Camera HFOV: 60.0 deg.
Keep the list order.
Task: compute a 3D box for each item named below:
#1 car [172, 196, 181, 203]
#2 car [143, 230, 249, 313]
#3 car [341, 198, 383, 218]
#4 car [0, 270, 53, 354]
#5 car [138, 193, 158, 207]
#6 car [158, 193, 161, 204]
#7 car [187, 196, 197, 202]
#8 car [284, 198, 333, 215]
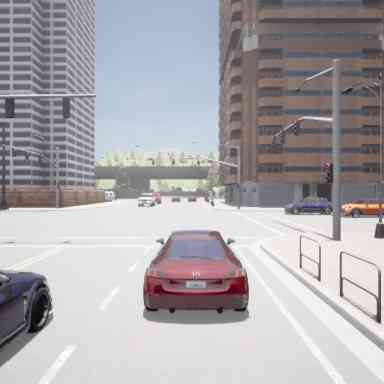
[{"bbox_3d":[-3.416,1.542,71.907,2.033,1.411,5.357,0,0,0],"label":"car"},{"bbox_3d":[0.085,1.564,7.731,1.994,1.385,4.181,0,0,0],"label":"car"},{"bbox_3d":[15.539,1.352,29.584,4.553,1.767,2.097,0,0,1],"label":"car"},{"bbox_3d":[-3.437,1.564,4.159,1.994,1.385,4.181,0,0,0],"label":"car"},{"bbox_3d":[-7.057,1.221,52.122,2.150,2.045,5.566,0,0,0],"label":"car"},{"bbox_3d":[-7.015,1.221,62.543,2.150,2.045,5.566,0,0,1],"label":"car"},{"bbox_3d":[0.053,1.525,73.367,2.128,1.511,4.902,0,0,0],"label":"car"},{"bbox_3d":[11.565,1.352,33.168,4.553,1.767,2.097,0,0,2],"label":"car"}]
